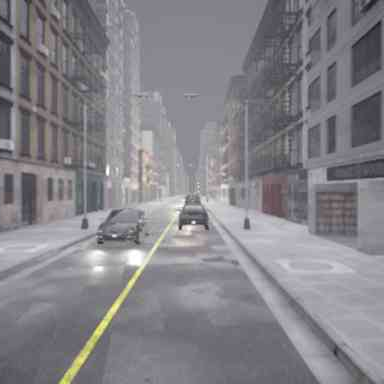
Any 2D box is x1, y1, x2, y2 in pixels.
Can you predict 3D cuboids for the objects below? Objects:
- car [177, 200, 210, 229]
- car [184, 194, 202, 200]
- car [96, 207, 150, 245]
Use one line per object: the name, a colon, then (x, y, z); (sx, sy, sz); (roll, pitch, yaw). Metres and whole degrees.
car: (0.097, 1.524, 21.786); (1.837, 1.490, 4.892); (0, 0, 0)
car: (0.095, 1.254, 44.935); (2.150, 2.045, 5.566); (0, 0, 0)
car: (-3.101, 1.519, 15.737); (1.837, 1.490, 4.892); (0, 0, 0)
